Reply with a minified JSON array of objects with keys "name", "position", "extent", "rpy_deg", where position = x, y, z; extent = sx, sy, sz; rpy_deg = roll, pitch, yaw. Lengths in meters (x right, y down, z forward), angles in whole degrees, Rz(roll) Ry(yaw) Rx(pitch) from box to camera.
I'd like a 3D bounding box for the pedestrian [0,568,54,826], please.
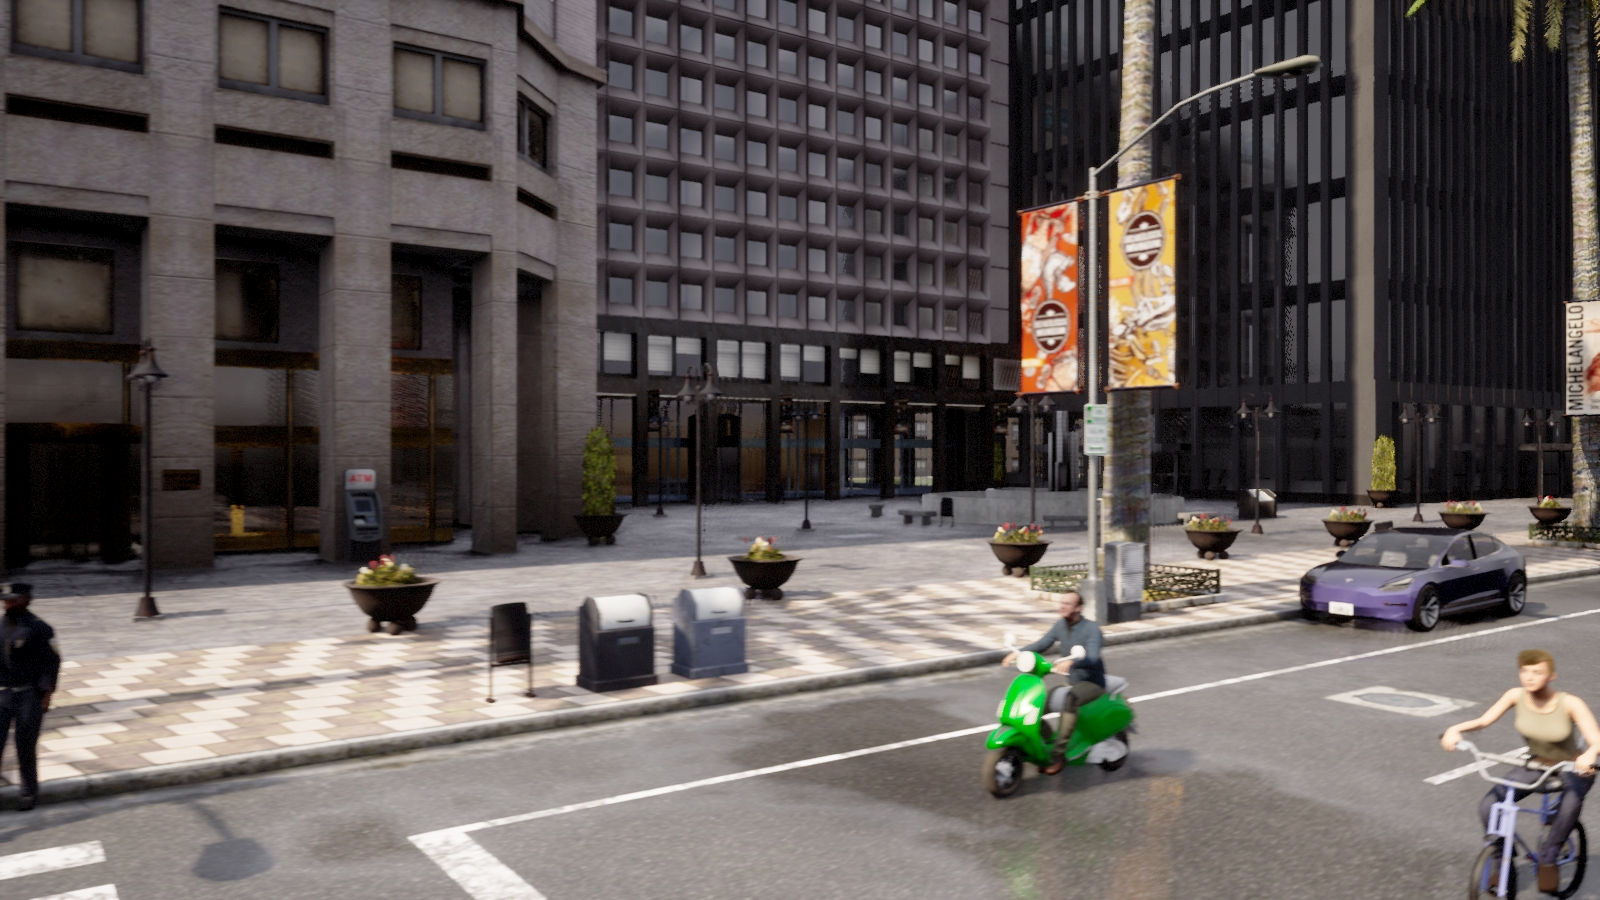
[{"name":"pedestrian","position":[-5.927,1.846,8.632],"extent":[0.375,1.860,0.375],"rpy_deg":[0,0,-12]}]
